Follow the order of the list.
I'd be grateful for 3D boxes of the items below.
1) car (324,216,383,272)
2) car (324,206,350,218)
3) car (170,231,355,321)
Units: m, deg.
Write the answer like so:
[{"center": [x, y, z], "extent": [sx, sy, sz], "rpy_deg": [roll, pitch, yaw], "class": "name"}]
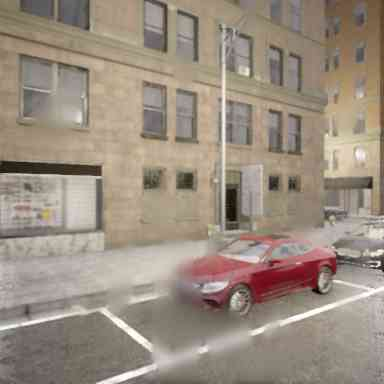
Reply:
[{"center": [6.139, 1.597, 10.580], "extent": [4.403, 1.369, 2.008], "rpy_deg": [0, 0, -36], "class": "car"}, {"center": [9.867, 1.613, 26.406], "extent": [1.895, 1.301, 4.718], "rpy_deg": [0, 0, -36], "class": "car"}, {"center": [1.517, 1.604, 7.275], "extent": [4.206, 1.307, 1.802], "rpy_deg": [0, 0, -36], "class": "car"}]
